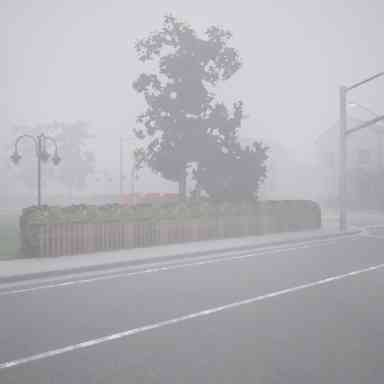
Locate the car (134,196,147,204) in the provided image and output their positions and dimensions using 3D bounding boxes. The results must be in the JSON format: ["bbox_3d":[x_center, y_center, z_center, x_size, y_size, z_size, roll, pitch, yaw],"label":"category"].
[{"bbox_3d":[-8.755,1.520,60.216,1.882,1.535,5.008,0,0,-35],"label":"car"}]
